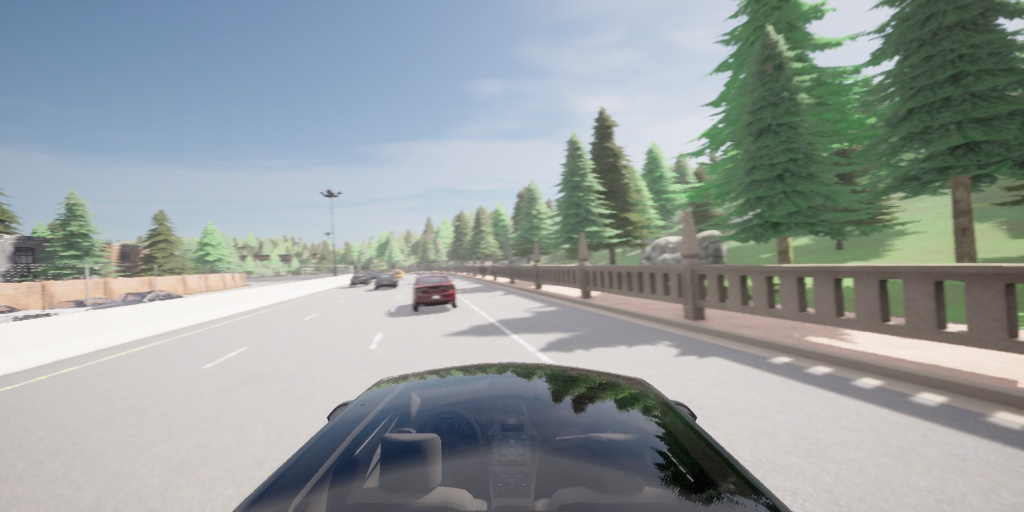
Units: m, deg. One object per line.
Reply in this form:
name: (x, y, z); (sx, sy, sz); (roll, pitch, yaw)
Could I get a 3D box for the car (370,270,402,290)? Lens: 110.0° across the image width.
car: (-11.848, 2.378, 34.006); (1.994, 1.385, 4.181); (-3, -1, -15)

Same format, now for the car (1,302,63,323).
car: (-22.416, 2.907, 18.567); (1.895, 1.301, 4.718); (-3, -1, -15)

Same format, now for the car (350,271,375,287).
car: (-17.385, 2.723, 41.240); (2.128, 1.511, 4.902); (-3, -1, -15)

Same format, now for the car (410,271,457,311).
car: (-3.784, 1.620, 17.194); (1.882, 1.535, 5.008); (-3, -1, -15)

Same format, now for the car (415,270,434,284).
car: (-9.948, 2.365, 40.486); (1.895, 1.301, 4.718); (-3, -1, -15)

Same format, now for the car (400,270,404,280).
car: (-16.872, 2.795, 52.610); (1.882, 1.535, 5.008); (-3, -1, -16)

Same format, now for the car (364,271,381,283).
car: (-21.029, 3.082, 54.290); (2.128, 1.511, 4.902); (-3, -1, -18)

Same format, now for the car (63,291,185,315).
car: (-18.641, 2.558, 17.938); (2.128, 1.511, 4.902); (-3, -1, -15)
